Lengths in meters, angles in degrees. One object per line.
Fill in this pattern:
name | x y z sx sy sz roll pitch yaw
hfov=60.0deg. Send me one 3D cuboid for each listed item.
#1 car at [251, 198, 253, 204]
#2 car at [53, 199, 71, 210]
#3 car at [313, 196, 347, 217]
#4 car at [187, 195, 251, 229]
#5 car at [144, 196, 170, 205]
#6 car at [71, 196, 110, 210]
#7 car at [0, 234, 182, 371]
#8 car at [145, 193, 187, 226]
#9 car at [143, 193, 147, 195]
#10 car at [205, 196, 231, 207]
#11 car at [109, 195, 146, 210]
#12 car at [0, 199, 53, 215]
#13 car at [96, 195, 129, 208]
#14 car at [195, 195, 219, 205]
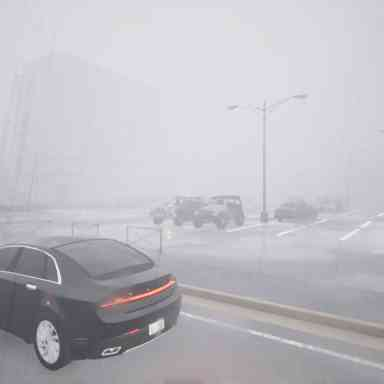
car | 9.870 1.505 62.456 1.837 1.490 4.892 0 0 34
car | -17.144 1.547 41.492 2.033 1.411 5.357 0 0 34
car | 13.779 1.395 33.146 1.970 1.475 3.806 0 0 34
car | 1.732 1.156 20.212 1.905 1.878 3.866 0 0 34
car | -6.028 1.526 57.920 1.812 1.442 4.674 0 0 35
car | -12.470 1.526 42.149 1.812 1.442 4.674 0 0 34
car | -2.429 1.505 5.733 4.892 1.490 1.837 0 0 36
car | -0.632 1.153 21.882 1.932 1.855 4.605 0 0 34
car | -6.584 1.221 50.860 2.150 2.045 5.566 0 0 34
car | 4.287 1.492 54.159 2.128 1.511 4.902 0 0 34
car | -7.704 1.491 42.618 2.128 1.511 4.902 0 0 34
car | -17.472 1.601 34.738 1.895 1.301 4.718 0 0 34
car | -11.807 1.352 49.410 2.097 1.767 4.553 0 0 34
car | 2.601 1.352 57.920 2.097 1.767 4.553 0 0 34
